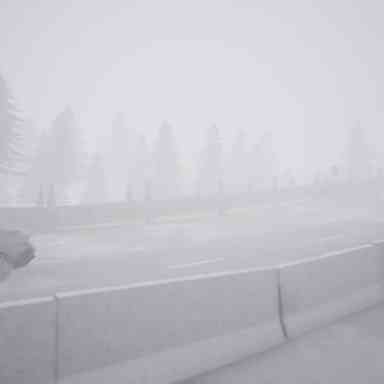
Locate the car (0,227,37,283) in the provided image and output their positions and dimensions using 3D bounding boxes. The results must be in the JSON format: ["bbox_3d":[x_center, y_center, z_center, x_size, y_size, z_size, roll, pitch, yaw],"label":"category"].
[{"bbox_3d":[-6.418,1.475,7.987,4.902,1.511,2.128,1,-1,-35],"label":"car"}]
